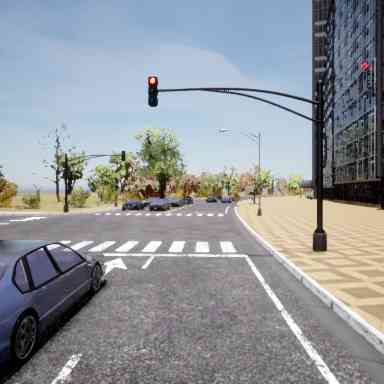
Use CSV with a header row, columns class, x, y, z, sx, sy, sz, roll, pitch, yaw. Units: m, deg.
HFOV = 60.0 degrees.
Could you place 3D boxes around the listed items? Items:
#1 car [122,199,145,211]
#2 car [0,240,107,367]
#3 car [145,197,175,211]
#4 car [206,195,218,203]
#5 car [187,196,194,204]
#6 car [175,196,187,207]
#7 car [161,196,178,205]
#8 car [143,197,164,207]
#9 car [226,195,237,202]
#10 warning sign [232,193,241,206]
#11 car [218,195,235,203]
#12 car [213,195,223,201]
class,x,y,z,sx,sy,sz,roll,pitch,yaw
car,-7.210,1.563,41.211,1.994,1.385,4.181,0,0,7
car,-3.036,1.547,5.722,2.033,1.411,5.357,0,0,1
car,-3.923,1.547,41.486,2.033,1.411,5.357,0,0,7
car,4.199,1.559,70.833,1.994,1.385,4.181,0,0,12
car,-0.845,1.511,61.890,1.837,1.490,4.892,0,0,10
car,-2.539,1.550,51.694,2.033,1.411,5.357,0,0,8
car,-4.137,1.551,61.934,2.033,1.411,5.357,0,0,10
car,-5.871,1.548,51.375,2.033,1.411,5.357,0,0,8
car,9.629,1.546,80.413,2.128,1.511,4.902,0,0,14
warning sign,6.466,1.122,48.263,1.300,1.860,1.060,0,0,8
car,7.239,1.562,68.848,2.033,1.411,5.357,0,0,12
car,6.319,1.392,80.540,1.812,1.442,4.674,0,0,14
